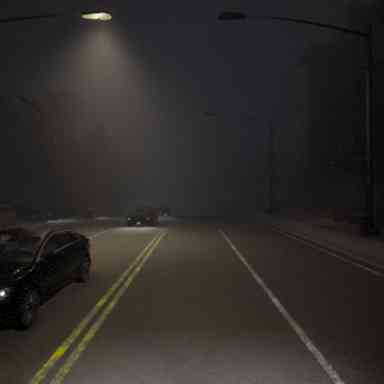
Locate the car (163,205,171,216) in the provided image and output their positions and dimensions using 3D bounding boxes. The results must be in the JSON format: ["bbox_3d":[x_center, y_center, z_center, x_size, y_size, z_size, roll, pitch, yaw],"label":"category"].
[{"bbox_3d":[-3.596,2.252,40.322,1.895,1.301,4.718,0,-6,0],"label":"car"}]

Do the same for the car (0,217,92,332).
[{"bbox_3d":[-3.599,1.542,7.063,2.128,1.511,4.902,0,0,0],"label":"car"}]

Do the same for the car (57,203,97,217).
[{"bbox_3d":[-12.075,1.789,32.205,5.357,1.411,2.033,0,0,-3],"label":"car"}]

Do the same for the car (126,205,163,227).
[{"bbox_3d":[-3.610,1.772,25.127,2.033,1.411,5.357,0,-1,0],"label":"car"}]

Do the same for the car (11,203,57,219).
[{"bbox_3d":[-14.644,1.715,28.566,4.892,1.490,1.837,0,0,0],"label":"car"}]
